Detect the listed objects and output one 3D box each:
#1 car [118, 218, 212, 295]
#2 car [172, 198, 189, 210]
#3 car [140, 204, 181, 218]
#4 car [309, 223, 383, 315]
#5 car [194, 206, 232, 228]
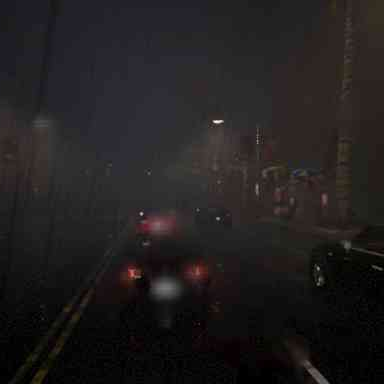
[{"bbox_3d":[-0.761,1.614,8.755,1.895,1.301,4.718,0,0,-6],"label":"car"},{"bbox_3d":[-1.540,1.558,43.848,2.128,1.511,4.902,0,0,-7],"label":"car"},{"bbox_3d":[-1.889,1.592,18.140,1.994,1.385,4.181,0,0,-7],"label":"car"},{"bbox_3d":[4.086,1.360,6.339,2.097,1.767,4.553,0,0,-7],"label":"car"},{"bbox_3d":[1.329,1.598,22.353,1.994,1.385,4.181,0,0,-8],"label":"car"}]
